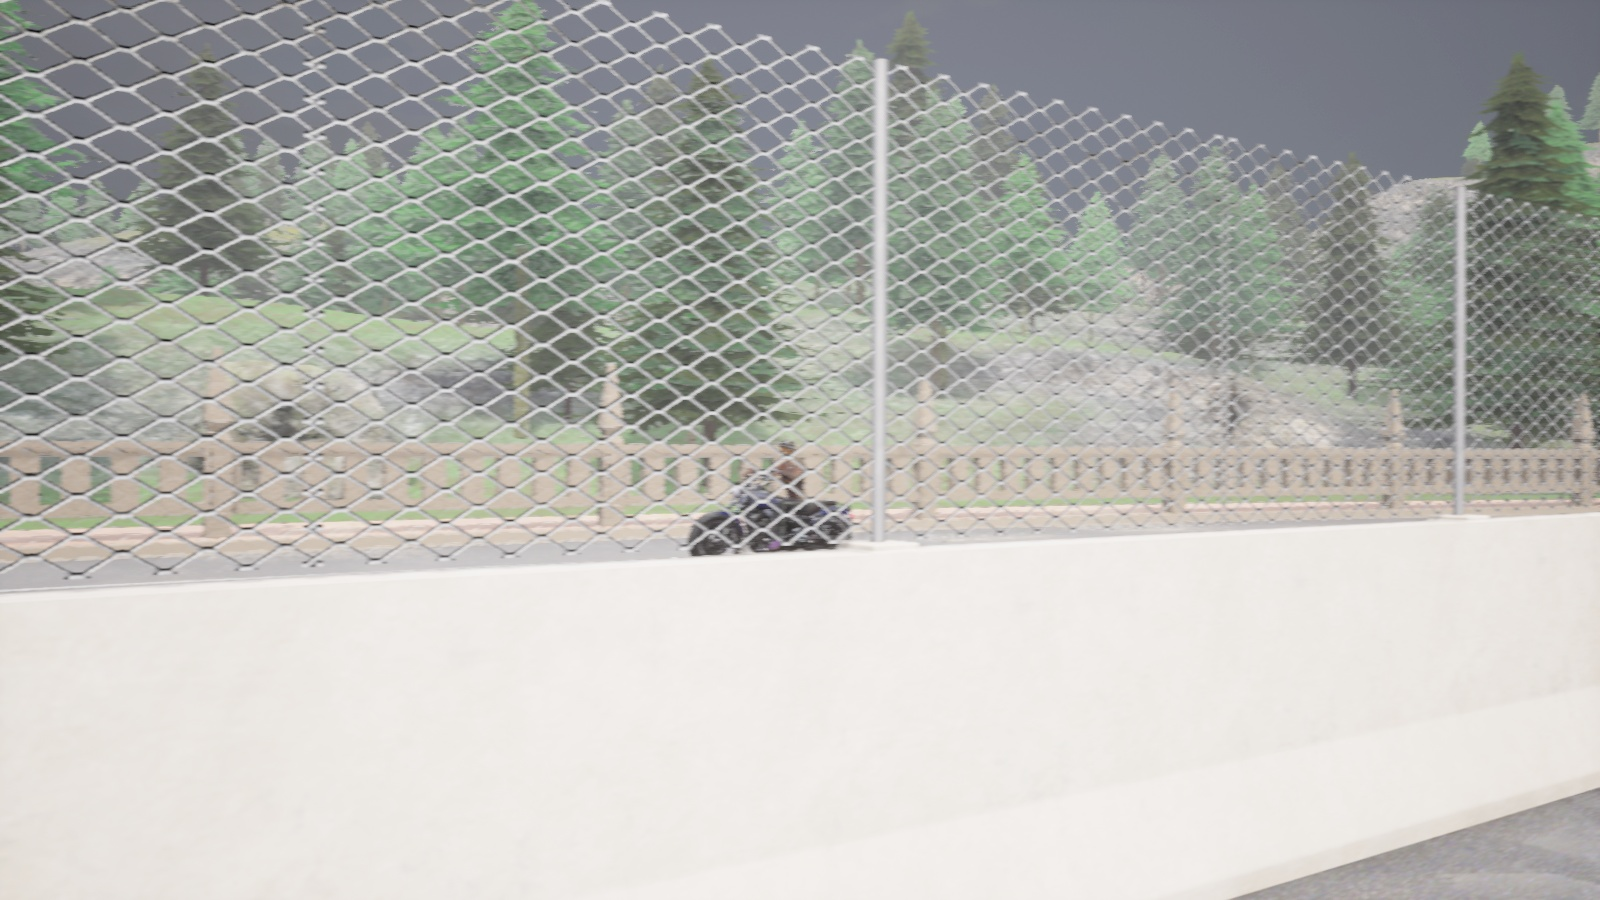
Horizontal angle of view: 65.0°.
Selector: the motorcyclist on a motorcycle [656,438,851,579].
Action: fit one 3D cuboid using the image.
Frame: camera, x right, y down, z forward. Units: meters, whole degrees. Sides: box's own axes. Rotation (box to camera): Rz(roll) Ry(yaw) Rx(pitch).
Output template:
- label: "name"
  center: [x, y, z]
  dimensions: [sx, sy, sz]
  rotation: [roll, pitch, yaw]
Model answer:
- label: "motorcyclist on a motorcycle"
  center: [-0.560, 0.682, 15.702]
  dimensions: [2.350, 1.649, 0.766]
  rotation: [0, 1, -31]
